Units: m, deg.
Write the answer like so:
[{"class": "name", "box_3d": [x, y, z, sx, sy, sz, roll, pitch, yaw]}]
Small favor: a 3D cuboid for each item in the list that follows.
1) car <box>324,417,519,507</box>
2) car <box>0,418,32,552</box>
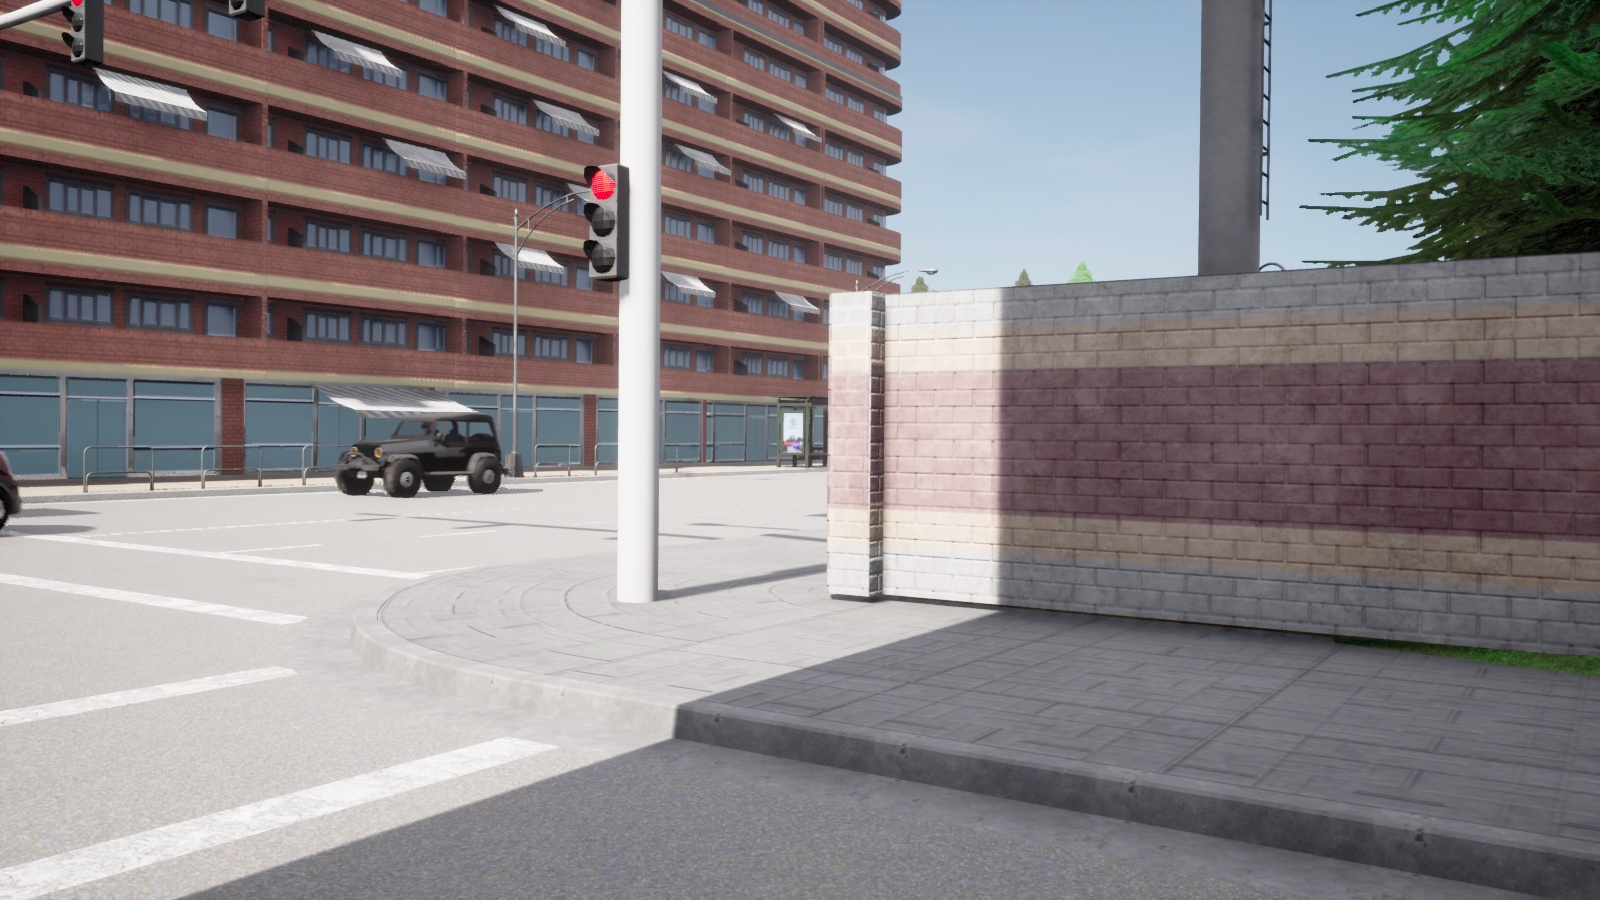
[{"class": "car", "box_3d": [-8.444, 0.218, 28.279, 1.905, 1.878, 3.866, 0, 1, 33]}, {"class": "car", "box_3d": [-12.359, 0.491, 15.409, 2.097, 1.767, 4.553, 0, 1, 28]}]
